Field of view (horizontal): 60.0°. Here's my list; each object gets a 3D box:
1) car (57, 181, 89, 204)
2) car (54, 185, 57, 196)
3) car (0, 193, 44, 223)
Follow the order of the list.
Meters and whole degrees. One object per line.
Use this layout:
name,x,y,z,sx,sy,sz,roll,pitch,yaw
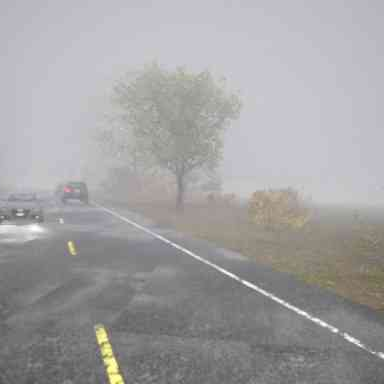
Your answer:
car,-11.135,-0.032,31.404,2.150,2.045,5.566,2,2,-25
car,-16.744,-0.440,43.216,2.097,1.767,4.553,2,2,-26
car,-8.753,0.767,17.230,1.994,1.385,4.181,2,2,-24
